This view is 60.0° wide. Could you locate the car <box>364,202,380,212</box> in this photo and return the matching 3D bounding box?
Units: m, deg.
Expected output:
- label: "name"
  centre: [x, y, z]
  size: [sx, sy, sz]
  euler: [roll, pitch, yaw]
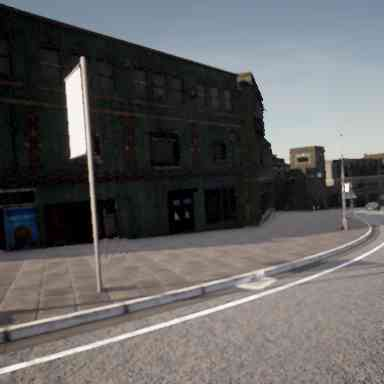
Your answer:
- label: "car"
  centre: [30.602, 2.510, 56.393]
  size: [1.837, 1.490, 4.892]
  euler: [-2, -2, 37]
